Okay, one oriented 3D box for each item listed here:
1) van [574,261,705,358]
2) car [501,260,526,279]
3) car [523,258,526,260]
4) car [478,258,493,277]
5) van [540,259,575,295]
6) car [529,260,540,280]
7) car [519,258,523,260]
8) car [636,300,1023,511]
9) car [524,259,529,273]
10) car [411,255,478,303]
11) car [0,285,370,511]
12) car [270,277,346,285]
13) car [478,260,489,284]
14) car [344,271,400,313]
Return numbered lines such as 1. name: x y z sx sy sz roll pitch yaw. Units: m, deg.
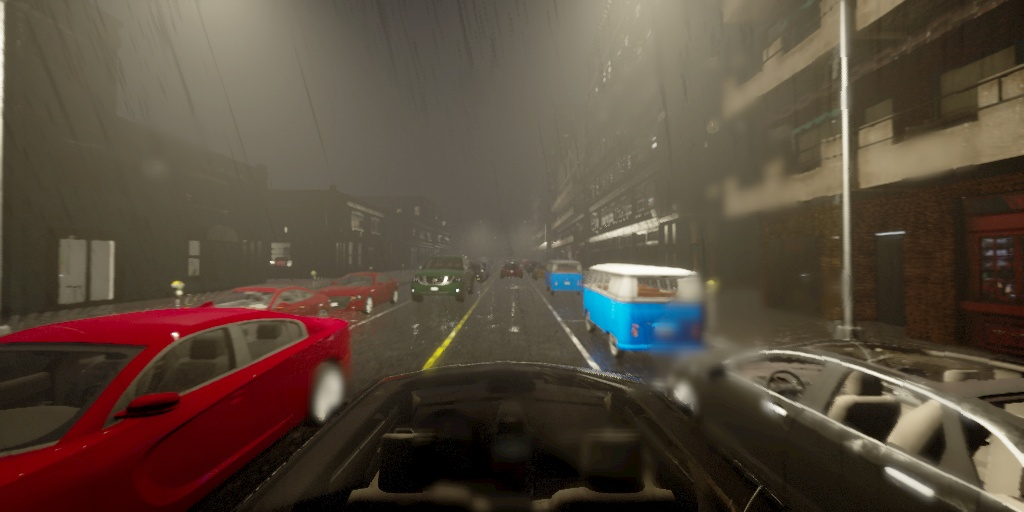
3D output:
1. van: 2.687 1.091 8.163 1.690 1.789 3.998 0 0 0
2. car: -0.010 1.311 32.913 1.994 1.385 4.181 0 0 0
3. car: 2.665 1.304 47.230 1.948 1.339 4.313 0 0 0
4. car: -3.051 1.225 33.144 1.882 1.535 5.008 0 1 0
5. van: 2.680 1.092 19.326 1.690 1.789 3.998 0 0 0
6. car: 2.674 1.274 30.657 1.751 1.417 4.829 0 0 0
7. car: 0.012 1.231 46.076 2.128 1.511 4.902 0 0 1
8. car: 2.690 1.301 2.584 2.007 1.370 4.403 0 0 0
9. car: 2.668 1.308 41.649 1.948 1.339 4.313 0 0 0
10. car: -3.103 0.975 17.112 2.150 2.045 5.566 0 0 0
11. car: -3.098 1.228 2.831 1.882 1.535 5.008 0 0 0
12. car: -5.694 1.332 8.123 1.802 1.307 4.207 0 0 0
13. car: -3.016 1.309 27.453 1.837 1.490 4.892 0 0 0
14. car: -5.697 1.296 13.704 1.888 1.381 4.507 0 0 0
